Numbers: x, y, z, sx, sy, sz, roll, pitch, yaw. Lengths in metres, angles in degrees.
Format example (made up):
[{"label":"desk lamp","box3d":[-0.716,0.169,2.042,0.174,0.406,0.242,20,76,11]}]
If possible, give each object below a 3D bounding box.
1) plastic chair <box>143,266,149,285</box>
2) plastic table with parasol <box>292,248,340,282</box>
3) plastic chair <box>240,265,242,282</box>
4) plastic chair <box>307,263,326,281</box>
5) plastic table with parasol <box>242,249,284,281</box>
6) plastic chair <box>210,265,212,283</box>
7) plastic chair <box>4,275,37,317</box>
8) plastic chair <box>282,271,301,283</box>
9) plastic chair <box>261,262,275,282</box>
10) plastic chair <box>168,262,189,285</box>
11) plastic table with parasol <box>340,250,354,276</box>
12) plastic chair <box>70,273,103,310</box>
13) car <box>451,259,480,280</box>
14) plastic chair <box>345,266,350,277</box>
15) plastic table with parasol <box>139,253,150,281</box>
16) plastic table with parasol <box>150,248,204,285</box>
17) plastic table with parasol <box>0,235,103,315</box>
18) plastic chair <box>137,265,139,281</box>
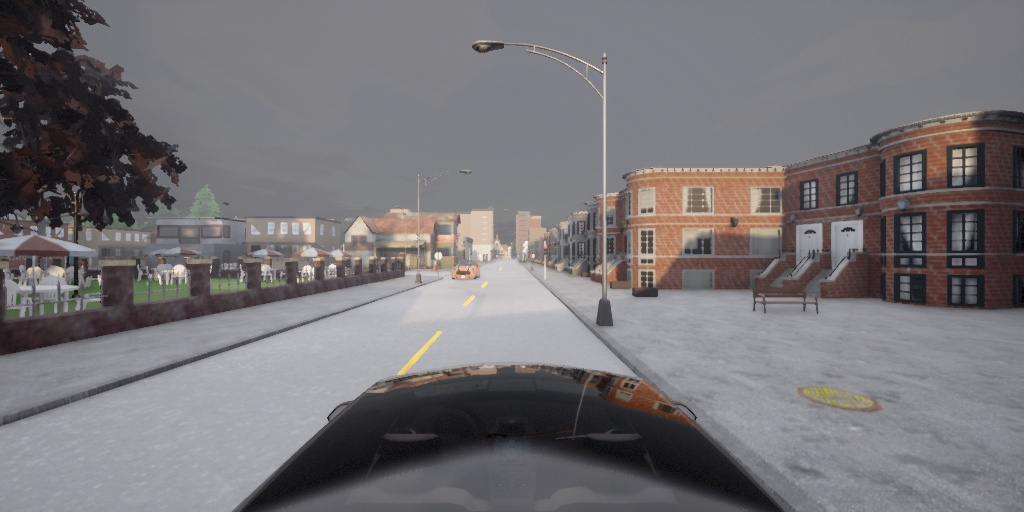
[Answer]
[{"label":"plastic chair","box3d":[-23.263,1.293,23.327,0.730,1.272,0.750,0,0,-40]},{"label":"plastic table with parasol","box3d":[-13.644,0.701,24.573,2.482,2.480,2.482,0,0,-40]},{"label":"plastic chair","box3d":[-20.310,1.302,27.335,0.730,1.272,0.750,0,0,-40]},{"label":"plastic chair","box3d":[-12.907,1.287,23.567,0.750,1.272,0.730,0,0,-40]},{"label":"plastic table with parasol","box3d":[-19.311,0.705,28.067,2.482,2.480,2.482,0,0,-40]},{"label":"plastic chair","box3d":[-21.239,1.287,24.815,0.730,1.272,0.750,0,0,-40]},{"label":"plastic chair","box3d":[-13.349,1.242,9.450,0.750,1.272,0.730,0,0,-40]},{"label":"plastic chair","box3d":[-14.640,1.276,23.841,0.730,1.272,0.750,0,0,-40]},{"label":"plastic chair","box3d":[-18.574,1.312,27.046,0.750,1.272,0.730,0,0,-40]},{"label":"plastic chair","box3d":[-21.566,1.214,23.201,0.750,1.272,0.730,0,0,-42]},{"label":"plastic table with parasol","box3d":[-14.080,0.737,29.064,2.482,2.480,2.482,0,0,-40]},{"label":"plastic chair","box3d":[-13.063,1.267,11.208,0.730,1.272,0.750,0,0,-40]},{"label":"car","box3d":[-4.000,1.118,31.570,2.097,1.767,4.553,0,0,0]},{"label":"plastic chair","box3d":[-13.344,1.340,28.043,0.750,1.272,0.730,0,0,-40]},{"label":"plastic table with parasol","box3d":[-27.752,0.684,28.783,2.482,2.480,2.482,0,0,-40]},{"label":"plastic table with parasol","box3d":[-22.280,0.672,24.082,2.482,2.480,2.482,0,0,-42]},{"label":"plastic table with parasol","box3d":[-14.049,0.628,10.484,2.482,2.480,2.482,0,0,-38]},{"label":"plastic chair","box3d":[-28.749,1.309,28.051,0.730,1.272,0.750,0,0,-40]}]
